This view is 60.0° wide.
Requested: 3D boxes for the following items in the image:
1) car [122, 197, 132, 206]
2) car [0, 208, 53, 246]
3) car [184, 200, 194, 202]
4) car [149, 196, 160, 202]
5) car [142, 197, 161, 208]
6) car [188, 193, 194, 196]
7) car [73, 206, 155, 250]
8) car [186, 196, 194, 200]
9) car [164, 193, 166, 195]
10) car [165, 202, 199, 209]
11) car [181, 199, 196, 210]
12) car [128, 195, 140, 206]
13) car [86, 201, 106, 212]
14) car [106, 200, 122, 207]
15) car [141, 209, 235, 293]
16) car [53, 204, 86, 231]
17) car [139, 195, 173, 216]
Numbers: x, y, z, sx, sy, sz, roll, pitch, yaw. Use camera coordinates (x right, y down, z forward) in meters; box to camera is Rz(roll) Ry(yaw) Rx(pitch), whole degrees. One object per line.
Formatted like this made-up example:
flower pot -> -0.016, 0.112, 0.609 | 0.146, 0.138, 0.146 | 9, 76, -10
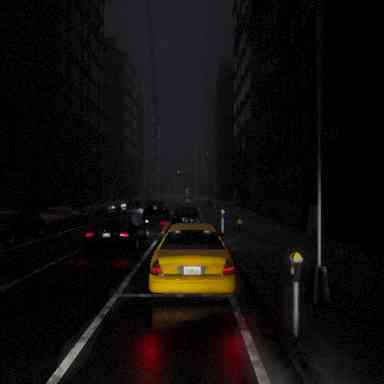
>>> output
car -> -8.408, 1.544, 37.020 | 2.008, 1.369, 4.403 | 0, 0, 0
car -> -8.408, 1.565, 15.368 | 1.947, 1.339, 4.313 | 0, 0, 0
car -> -0.383, 1.564, 26.185 | 1.947, 1.339, 4.313 | 0, 0, 0
car -> -8.408, 1.520, 74.308 | 2.008, 1.369, 4.403 | 0, 0, 0
car -> -5.770, 1.508, 48.245 | 2.128, 1.511, 4.902 | 0, 0, 0
car -> -0.382, 1.395, 90.663 | 1.967, 1.590, 4.097 | 0, 0, 0
car -> -3.020, 1.563, 14.246 | 2.033, 1.411, 5.357 | 0, 0, 0
car -> -0.383, 1.519, 37.181 | 1.752, 1.417, 4.829 | 0, 0, 0
car -> -8.408, 1.486, 85.047 | 1.752, 1.417, 4.829 | 0, 0, 0
car -> -0.383, 1.565, 20.772 | 1.947, 1.339, 4.313 | 0, 0, 0
car -> -0.383, 1.572, 42.423 | 1.802, 1.307, 4.206 | 0, 0, 0
car -> -8.408, 1.302, 47.845 | 2.192, 1.841, 5.009 | 0, 0, 0
car -> -8.408, 1.580, 26.194 | 1.802, 1.307, 4.206 | 0, 0, 0
car -> -8.408, 1.547, 31.607 | 2.008, 1.369, 4.403 | 0, 0, 0
car -> 0.004, 1.456, 8.840 | 1.801, 1.575, 5.366 | 0, 0, 0
car -> -8.408, 1.524, 20.611 | 1.752, 1.417, 4.829 | 0, 0, 0
car -> -3.020, 1.365, 29.216 | 2.097, 1.767, 4.553 | 0, 0, 0
